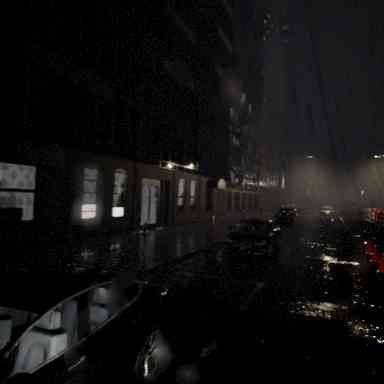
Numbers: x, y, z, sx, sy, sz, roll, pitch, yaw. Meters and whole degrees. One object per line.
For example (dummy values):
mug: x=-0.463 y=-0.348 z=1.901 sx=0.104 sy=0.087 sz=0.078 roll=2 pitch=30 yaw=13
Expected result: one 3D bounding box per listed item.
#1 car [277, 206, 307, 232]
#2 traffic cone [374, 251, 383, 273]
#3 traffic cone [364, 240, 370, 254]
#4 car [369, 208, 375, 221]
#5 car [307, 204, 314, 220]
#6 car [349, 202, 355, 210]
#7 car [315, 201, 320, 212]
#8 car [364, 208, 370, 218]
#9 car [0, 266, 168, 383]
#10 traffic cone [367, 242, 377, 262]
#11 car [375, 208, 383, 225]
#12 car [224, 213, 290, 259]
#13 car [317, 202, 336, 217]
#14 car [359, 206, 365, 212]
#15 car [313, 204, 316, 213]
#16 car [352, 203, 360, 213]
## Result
car: x=6.944 y=1.904 z=24.175 sx=1.967 sy=1.590 sz=4.097 roll=2 pitch=0 yaw=22
traffic cone: x=6.111 y=2.270 z=10.628 sx=0.340 sy=0.580 sz=0.340 roll=2 pitch=-1 yaw=22
traffic cone: x=7.634 y=2.358 z=14.325 sx=0.340 sy=0.580 sz=0.340 roll=2 pitch=-1 yaw=22
car: x=21.174 y=2.635 z=36.734 sx=1.887 sy=1.381 sz=4.507 roll=2 pitch=0 yaw=22
car: x=11.272 y=2.265 z=34.692 sx=2.008 sy=1.369 sz=4.403 roll=2 pitch=0 yaw=22
car: x=36.405 y=3.503 z=73.702 sx=1.752 sy=1.417 sz=4.829 roll=2 pitch=0 yaw=22
car: x=19.939 y=2.761 z=55.727 sx=1.887 sy=1.381 sz=4.507 roll=2 pitch=0 yaw=22
car: x=23.339 y=2.797 z=41.993 sx=1.802 sy=1.307 sz=4.206 roll=2 pitch=0 yaw=22
car: x=-1.729 y=1.532 z=3.139 sx=1.947 sy=1.339 sz=4.313 roll=2 pitch=0 yaw=22
traffic cone: x=6.872 y=2.314 z=12.477 sx=0.340 sy=0.580 sz=0.340 roll=2 pitch=-1 yaw=22
car: x=19.011 y=2.405 z=31.475 sx=1.967 sy=1.590 sz=4.097 roll=2 pitch=0 yaw=22
car: x=2.605 y=1.766 z=13.656 sx=2.008 sy=1.369 sz=4.403 roll=2 pitch=0 yaw=22
car: x=19.136 y=2.597 z=46.731 sx=2.128 sy=1.511 sz=4.902 roll=2 pitch=-1 yaw=22
car: x=25.507 y=2.892 z=47.251 sx=2.008 sy=1.369 sz=4.403 roll=2 pitch=0 yaw=22
car: x=13.439 y=2.384 z=39.950 sx=1.887 sy=1.381 sz=4.507 roll=2 pitch=0 yaw=22
car: x=32.006 y=3.286 z=63.027 sx=1.947 sy=1.339 sz=4.313 roll=2 pitch=0 yaw=22
